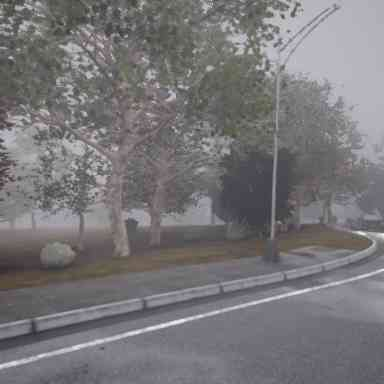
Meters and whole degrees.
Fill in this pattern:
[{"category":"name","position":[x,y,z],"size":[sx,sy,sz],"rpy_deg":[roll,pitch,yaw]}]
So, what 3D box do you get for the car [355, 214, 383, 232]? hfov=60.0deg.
[{"category":"car","position":[16.633,2.833,31.344],"size":[1.882,1.535,5.008],"rpy_deg":[1,-2,19]}]
